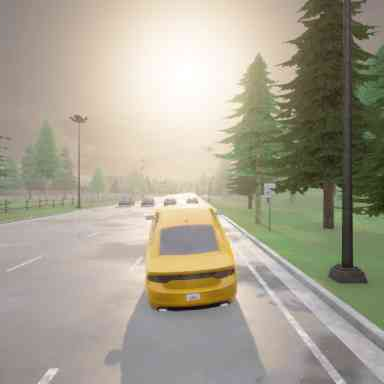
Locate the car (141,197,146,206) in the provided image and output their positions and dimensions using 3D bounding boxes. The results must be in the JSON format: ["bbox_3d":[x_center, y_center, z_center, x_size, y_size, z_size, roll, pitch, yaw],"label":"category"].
[{"bbox_3d":[-6.975,1.547,53.420,2.033,1.411,5.357,0,0,0],"label":"car"}]

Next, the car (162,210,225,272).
[{"bbox_3d":[0.038,1.546,11.982,1.812,1.442,4.674,0,1,0],"label":"car"}]

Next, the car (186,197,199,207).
[{"bbox_3d":[0.025,1.564,53.417,1.994,1.385,4.181,0,0,0],"label":"car"}]

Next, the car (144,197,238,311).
[{"bbox_3d":[-0.141,1.110,8.406,1.882,1.535,5.008,-4,16,-3],"label":"car"}]

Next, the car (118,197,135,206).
[{"bbox_3d":[-10.475,1.547,53.421,2.033,1.411,5.357,0,0,0],"label":"car"}]

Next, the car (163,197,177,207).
[{"bbox_3d":[-3.475,1.564,53.418,1.994,1.385,4.181,0,0,0],"label":"car"}]
